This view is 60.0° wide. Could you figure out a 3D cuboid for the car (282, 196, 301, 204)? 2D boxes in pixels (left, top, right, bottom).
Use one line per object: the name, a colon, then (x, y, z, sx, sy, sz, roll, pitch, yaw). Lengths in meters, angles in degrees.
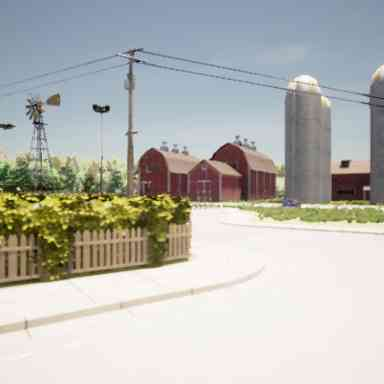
car: (16.510, 1.907, 54.597, 2.242, 1.667, 4.611, 0, 0, 31)
